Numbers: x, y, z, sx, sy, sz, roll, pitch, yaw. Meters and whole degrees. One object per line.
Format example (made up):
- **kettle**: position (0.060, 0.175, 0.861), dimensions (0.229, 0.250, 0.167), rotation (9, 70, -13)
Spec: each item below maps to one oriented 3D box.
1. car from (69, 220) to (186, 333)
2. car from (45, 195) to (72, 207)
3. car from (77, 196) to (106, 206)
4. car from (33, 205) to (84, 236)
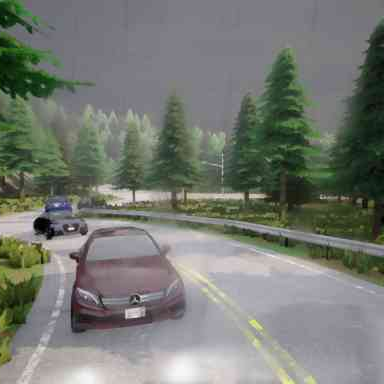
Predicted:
- **car**: position (-1.528, 1.523, 7.103), dimensions (1.812, 1.442, 4.674), rotation (-2, 0, -17)
- **car**: position (-12.892, 1.326, 32.234), dimensions (2.150, 2.045, 5.566), rotation (-1, 0, -18)
- **car**: position (-12.758, 1.289, 42.827), dimensions (2.097, 1.767, 4.553), rotation (2, 2, 13)
- **car**: position (-7.190, 1.665, 18.005), dimensions (1.994, 1.385, 4.181), rotation (-4, 2, -38)
